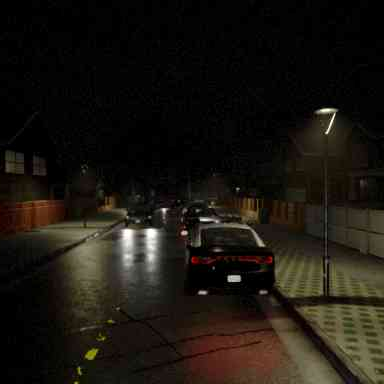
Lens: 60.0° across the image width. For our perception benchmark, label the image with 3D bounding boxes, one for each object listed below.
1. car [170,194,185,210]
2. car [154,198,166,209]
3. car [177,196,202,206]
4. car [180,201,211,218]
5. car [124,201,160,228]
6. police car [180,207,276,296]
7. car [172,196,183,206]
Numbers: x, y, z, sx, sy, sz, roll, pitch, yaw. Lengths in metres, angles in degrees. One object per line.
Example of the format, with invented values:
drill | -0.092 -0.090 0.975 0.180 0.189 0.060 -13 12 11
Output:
car | -1.833 1.311 45.804 2.150 2.045 5.566 0 0 -3
car | -4.779 1.625 48.208 1.812 1.442 4.674 0 0 -4
car | 0.177 1.379 24.762 2.097 1.767 4.553 0 0 -3
car | 0.454 1.493 18.769 1.882 1.535 5.008 0 0 -2
car | -3.442 1.552 22.810 1.812 1.442 4.674 0 0 -3
police car | 0.745 1.427 8.835 1.930 1.638 5.238 0 0 -1
car | -2.669 1.602 60.100 1.882 1.535 5.008 0 0 -3
